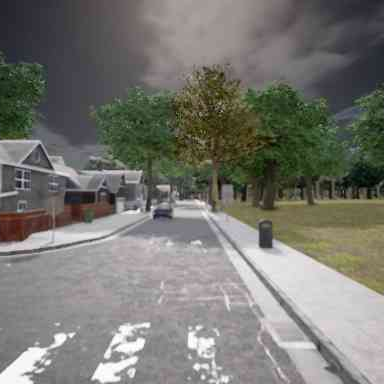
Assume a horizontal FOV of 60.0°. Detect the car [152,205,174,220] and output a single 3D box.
[{"bbox_3d":[-2.756,1.973,32.867,2.033,1.411,5.357,0,-1,0],"label":"car"}]
